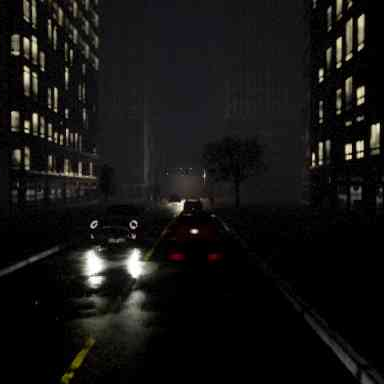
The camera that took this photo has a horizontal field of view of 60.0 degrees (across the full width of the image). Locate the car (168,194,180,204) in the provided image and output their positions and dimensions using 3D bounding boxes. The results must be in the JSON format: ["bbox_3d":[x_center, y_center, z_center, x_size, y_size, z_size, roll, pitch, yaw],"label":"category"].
[{"bbox_3d":[-3.002,1.100,58.826,2.097,1.767,4.553,0,0,0],"label":"car"}]

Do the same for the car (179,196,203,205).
[{"bbox_3d":[0.098,1.331,33.247,2.128,1.511,4.902,0,0,0],"label":"car"}]

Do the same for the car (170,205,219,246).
[{"bbox_3d":[0.097,1.488,14.875,1.994,1.385,4.181,0,0,0],"label":"car"}]

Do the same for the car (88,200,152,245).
[{"bbox_3d":[-3.103,1.275,15.114,2.097,1.767,4.553,0,0,0],"label":"car"}]
